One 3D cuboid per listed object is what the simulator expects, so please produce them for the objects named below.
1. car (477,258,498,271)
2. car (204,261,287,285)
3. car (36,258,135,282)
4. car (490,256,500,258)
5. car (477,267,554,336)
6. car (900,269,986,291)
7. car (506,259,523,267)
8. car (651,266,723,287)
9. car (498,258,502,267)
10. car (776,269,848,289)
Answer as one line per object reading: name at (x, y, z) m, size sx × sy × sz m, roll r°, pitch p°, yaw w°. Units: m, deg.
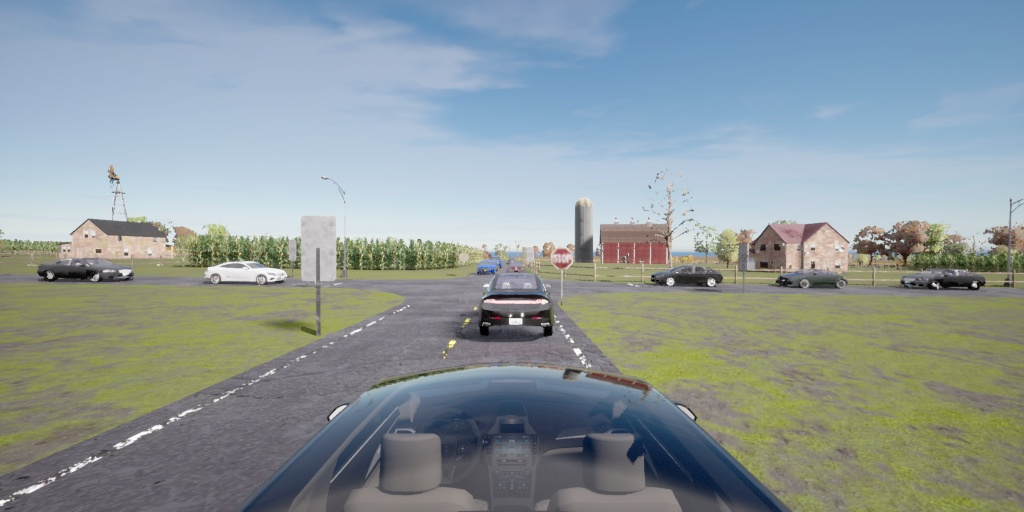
car at (-2.811, 1.248, 39.763) m, size 1.882 × 1.535 × 5.008 m, roll 0°, pitch 0°, yaw -1°
car at (-17.136, 1.068, 23.172) m, size 4.674 × 1.442 × 1.812 m, roll 1°, pitch 1°, yaw 0°
car at (-27.379, 0.881, 23.140) m, size 4.902 × 1.511 × 2.128 m, roll 1°, pitch 1°, yaw 0°
car at (-2.810, 1.020, 60.315) m, size 2.150 × 2.045 × 5.566 m, roll 0°, pitch 0°, yaw 0°
car at (0.142, 1.242, 10.388) m, size 2.128 × 1.511 × 4.902 m, roll 0°, pitch 0°, yaw 1°
car at (31.478, 1.688, 26.283) m, size 4.902 × 1.511 × 2.128 m, roll 1°, pitch 1°, yaw 0°
car at (0.317, 1.316, 38.361) m, size 2.033 × 1.411 × 5.357 m, roll 0°, pitch 0°, yaw -2°
car at (12.737, 1.445, 26.273) m, size 4.892 × 1.490 × 1.837 m, roll 1°, pitch 1°, yaw 1°
car at (-2.826, 1.330, 49.824) m, size 2.033 × 1.411 × 5.357 m, roll 0°, pitch 0°, yaw 0°
car at (21.870, 1.630, 26.258) m, size 4.181 × 1.385 × 1.994 m, roll 1°, pitch 1°, yaw 0°
